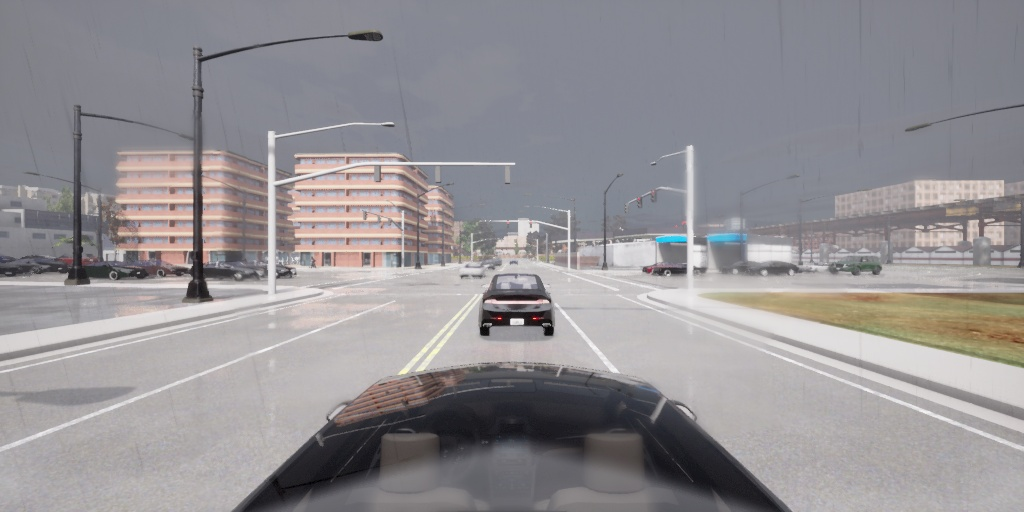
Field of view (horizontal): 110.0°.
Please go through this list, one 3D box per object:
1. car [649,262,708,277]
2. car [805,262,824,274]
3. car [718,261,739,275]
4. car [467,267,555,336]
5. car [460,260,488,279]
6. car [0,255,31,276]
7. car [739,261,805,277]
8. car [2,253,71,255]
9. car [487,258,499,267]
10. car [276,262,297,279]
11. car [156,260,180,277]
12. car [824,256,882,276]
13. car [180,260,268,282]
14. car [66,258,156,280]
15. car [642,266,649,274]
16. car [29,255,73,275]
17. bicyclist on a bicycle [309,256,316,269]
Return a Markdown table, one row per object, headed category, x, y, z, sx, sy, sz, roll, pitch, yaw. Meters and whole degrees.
| category | x | y | z | sx | sy | sz | roll | pitch | yaw |
| --- | --- | --- | --- | --- | --- | --- | --- | --- | --- |
| car | 16.635 | 1.351 | 35.651 | 4.718 | 1.301 | 1.895 | 0 | 0 | 0 |
| car | 34.885 | 1.351 | 41.028 | 4.718 | 1.301 | 1.895 | 0 | 0 | -19 |
| car | 25.220 | 1.255 | 39.256 | 4.892 | 1.490 | 1.837 | 0 | 0 | -5 |
| car | 0.121 | 1.242 | 10.343 | 2.128 | 1.511 | 4.902 | 0 | 0 | 0 |
| car | -3.446 | 1.317 | 31.844 | 1.895 | 1.301 | 4.718 | 0 | 0 | 0 |
| car | -40.428 | 0.851 | 27.002 | 5.357 | 1.411 | 2.033 | 1 | 0 | 1 |
| car | 25.914 | 1.255 | 35.803 | 4.892 | 1.490 | 1.837 | 0 | 0 | -5 |
| car | -50.377 | 0.628 | 37.894 | 4.892 | 1.490 | 1.837 | 1 | 0 | 2 |
| car | -3.350 | 1.241 | 51.117 | 2.128 | 1.511 | 4.902 | 0 | 0 | 0 |
| car | -20.660 | 1.109 | 29.999 | 4.902 | 1.511 | 2.128 | 1 | 0 | 1 |
| car | -30.403 | 1.025 | 30.250 | 5.357 | 1.411 | 2.033 | 1 | 0 | 1 |
| car | 36.329 | 0.971 | 37.857 | 5.566 | 2.045 | 2.150 | 0 | 0 | -19 |
| car | -20.949 | 1.109 | 26.508 | 4.902 | 1.511 | 2.128 | 1 | 0 | 1 |
| car | -29.789 | 1.054 | 26.731 | 4.181 | 1.385 | 1.994 | 1 | 0 | 1 |
| car | 16.475 | 1.314 | 39.179 | 4.181 | 1.385 | 1.994 | 0 | 0 | 1 |
| car | -40.404 | 0.866 | 30.504 | 4.181 | 1.385 | 1.994 | 1 | 0 | 1 |
| bicyclist on a bicycle | -25.927 | 0.844 | 46.628 | 0.582 | 1.620 | 1.656 | 1 | 0 | 1 |
